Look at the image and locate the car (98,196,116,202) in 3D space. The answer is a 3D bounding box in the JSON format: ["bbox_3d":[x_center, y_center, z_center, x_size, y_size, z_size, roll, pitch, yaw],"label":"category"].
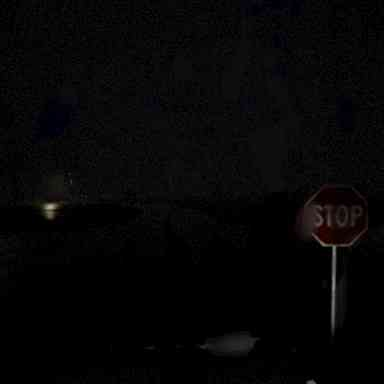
[{"bbox_3d":[-17.582,1.446,68.057,4.718,1.301,1.895,-1,1,42],"label":"car"}]

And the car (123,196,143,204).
[{"bbox_3d":[-10.709,1.348,60.193,1.882,1.535,5.008,-1,0,-37],"label":"car"}]
